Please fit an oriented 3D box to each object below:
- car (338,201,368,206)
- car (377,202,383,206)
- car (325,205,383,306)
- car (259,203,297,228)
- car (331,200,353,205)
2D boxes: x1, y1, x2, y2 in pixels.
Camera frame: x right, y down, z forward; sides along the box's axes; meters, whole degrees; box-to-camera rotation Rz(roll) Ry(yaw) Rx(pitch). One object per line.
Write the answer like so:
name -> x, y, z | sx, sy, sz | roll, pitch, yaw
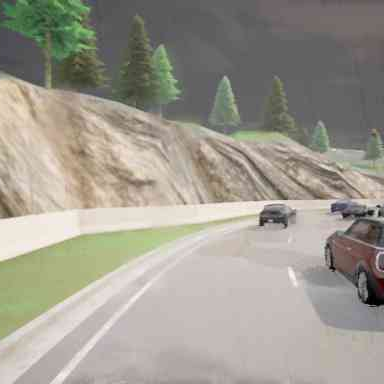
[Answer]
car -> 14.944, 1.727, 29.736 | 1.895, 1.301, 4.718 | 0, 0, 39
car -> 12.095, 1.323, 19.225 | 2.150, 2.045, 5.566 | 0, 0, 27
car -> 4.749, 1.392, 8.120 | 2.097, 1.767, 4.553 | 1, 0, 10
car -> 5.984, 1.556, 22.863 | 1.837, 1.490, 4.892 | 0, 0, 27
car -> 17.485, 1.625, 37.547 | 5.008, 1.535, 1.882 | 0, 0, -42
